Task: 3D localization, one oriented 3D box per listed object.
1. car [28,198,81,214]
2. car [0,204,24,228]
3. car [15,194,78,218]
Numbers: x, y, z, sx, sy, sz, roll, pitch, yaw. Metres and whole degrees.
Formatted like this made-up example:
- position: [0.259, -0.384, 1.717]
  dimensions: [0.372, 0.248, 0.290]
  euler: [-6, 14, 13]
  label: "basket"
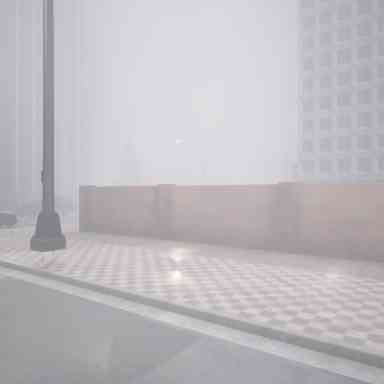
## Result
- position: [-14.696, 1.478, 35.842]
  dimensions: [1.882, 1.535, 5.008]
  euler: [0, 0, 35]
  label: "car"
- position: [-12.965, 1.601, 19.690]
  dimensions: [1.895, 1.301, 4.718]
  euler: [0, 0, 35]
  label: "car"
- position: [-13.736, 1.221, 31.121]
  dimensions: [2.150, 2.045, 5.566]
  euler: [0, 0, 35]
  label: "car"
